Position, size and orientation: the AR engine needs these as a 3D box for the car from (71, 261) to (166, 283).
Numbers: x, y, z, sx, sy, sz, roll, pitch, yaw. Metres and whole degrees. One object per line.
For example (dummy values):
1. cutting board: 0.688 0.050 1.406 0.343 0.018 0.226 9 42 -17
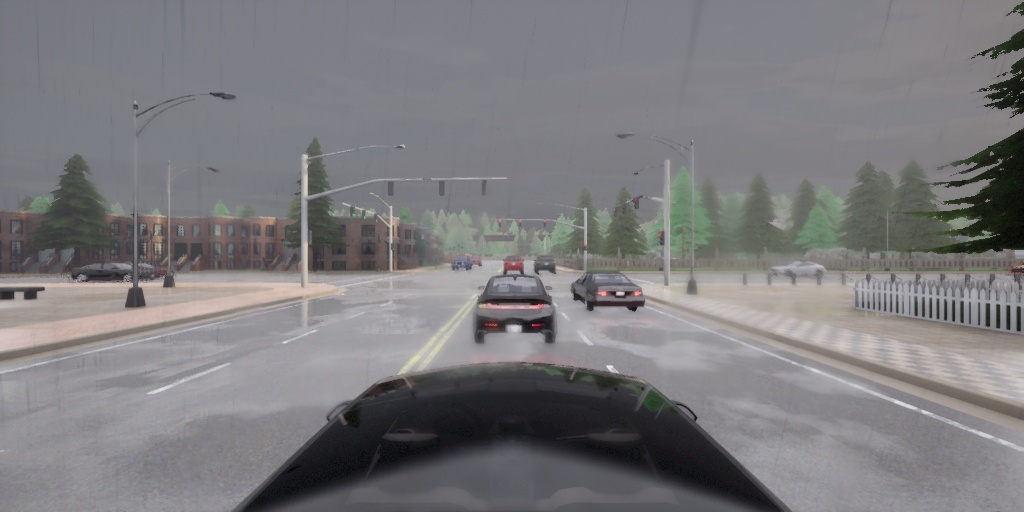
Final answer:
1. car: -29.742 1.224 26.977 5.008 1.535 1.882 0 0 -4

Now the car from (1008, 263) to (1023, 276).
1. car: 50.118 1.097 33.786 4.553 1.767 2.097 0 0 0

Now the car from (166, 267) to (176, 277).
1. car: -31.578 1.224 30.320 5.008 1.535 1.882 0 0 -6

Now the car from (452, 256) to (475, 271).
1. car: -6.966 0.966 50.288 2.150 2.045 5.566 0 0 1

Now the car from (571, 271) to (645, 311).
1. car: 3.611 1.296 14.391 2.033 1.411 5.357 0 0 1

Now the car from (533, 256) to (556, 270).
1. car: 3.688 0.966 40.979 2.150 2.045 5.566 0 0 0

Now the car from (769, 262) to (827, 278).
1. car: 27.034 1.272 33.928 4.674 1.442 1.812 0 0 0

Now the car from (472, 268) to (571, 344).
1. car: 0.080 1.241 9.566 2.128 1.511 4.902 0 0 1

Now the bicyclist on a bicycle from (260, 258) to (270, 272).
1. bicyclist on a bicycle: -28.730 1.048 41.699 0.582 1.620 1.656 0 0 -1

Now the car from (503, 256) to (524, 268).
1. car: 0.188 0.966 40.980 2.150 2.045 5.566 0 0 0
